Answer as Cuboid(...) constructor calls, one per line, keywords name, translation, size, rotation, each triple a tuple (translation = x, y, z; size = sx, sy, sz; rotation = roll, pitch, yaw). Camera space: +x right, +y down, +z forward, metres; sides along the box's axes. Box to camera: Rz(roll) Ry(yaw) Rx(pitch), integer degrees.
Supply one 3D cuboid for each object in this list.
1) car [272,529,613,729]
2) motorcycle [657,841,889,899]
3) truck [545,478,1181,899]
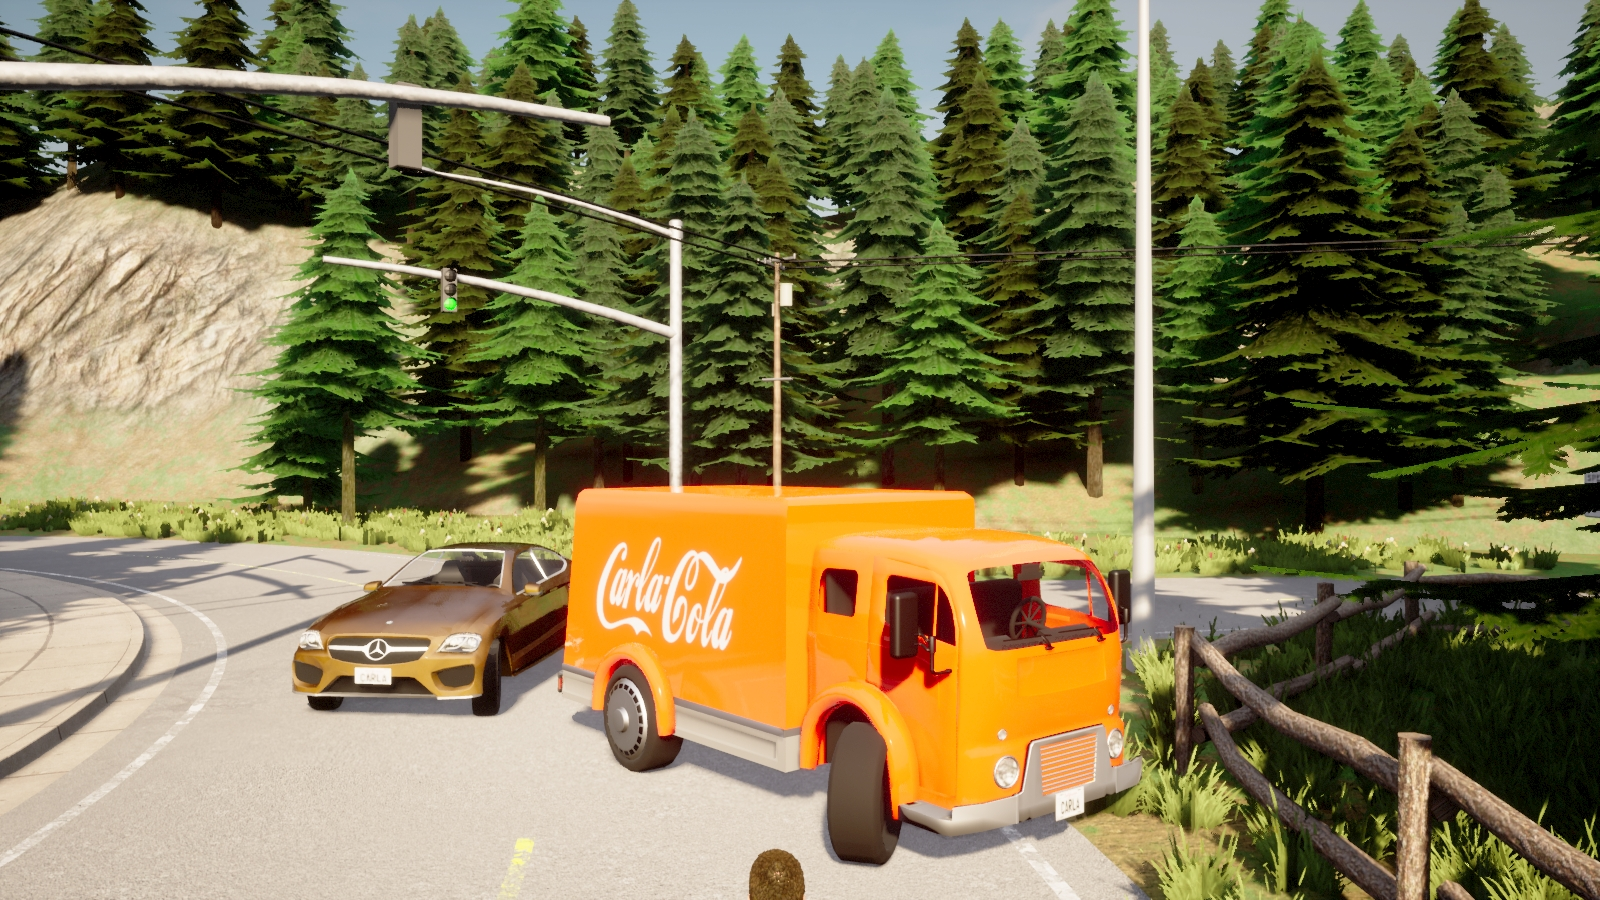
Cuboid(name="car", translation=(-4.038, 1.970, 14.038), size=(2.152, 1.651, 5.027), rotation=(0, 0, 6))
Cuboid(name="motorcycle", translation=(-0.074, 2.159, 3.526), size=(0.803, 1.199, 2.033), rotation=(0, 0, -2))
Cuboid(name="truck", translation=(0.202, 1.542, 9.769), size=(2.627, 2.467, 5.204), rotation=(0, 0, -39))
